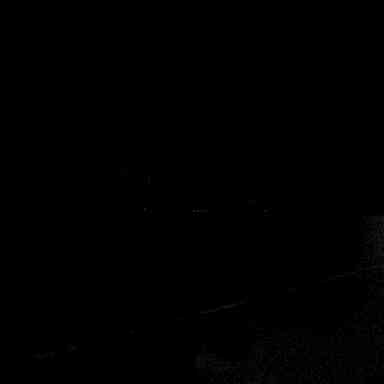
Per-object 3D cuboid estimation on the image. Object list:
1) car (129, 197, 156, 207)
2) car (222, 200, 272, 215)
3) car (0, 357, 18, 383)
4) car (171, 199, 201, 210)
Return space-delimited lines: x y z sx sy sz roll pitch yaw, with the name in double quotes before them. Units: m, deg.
"car" -7.475 1.491 49.426 2.033 1.411 5.357 0 0 -38
"car" 5.369 1.484 33.286 2.033 1.411 5.357 0 0 -39
"car" -3.382 1.492 1.303 4.902 1.511 2.128 0 0 -36
"car" -0.811 1.504 41.037 1.994 1.385 4.181 0 0 -39
